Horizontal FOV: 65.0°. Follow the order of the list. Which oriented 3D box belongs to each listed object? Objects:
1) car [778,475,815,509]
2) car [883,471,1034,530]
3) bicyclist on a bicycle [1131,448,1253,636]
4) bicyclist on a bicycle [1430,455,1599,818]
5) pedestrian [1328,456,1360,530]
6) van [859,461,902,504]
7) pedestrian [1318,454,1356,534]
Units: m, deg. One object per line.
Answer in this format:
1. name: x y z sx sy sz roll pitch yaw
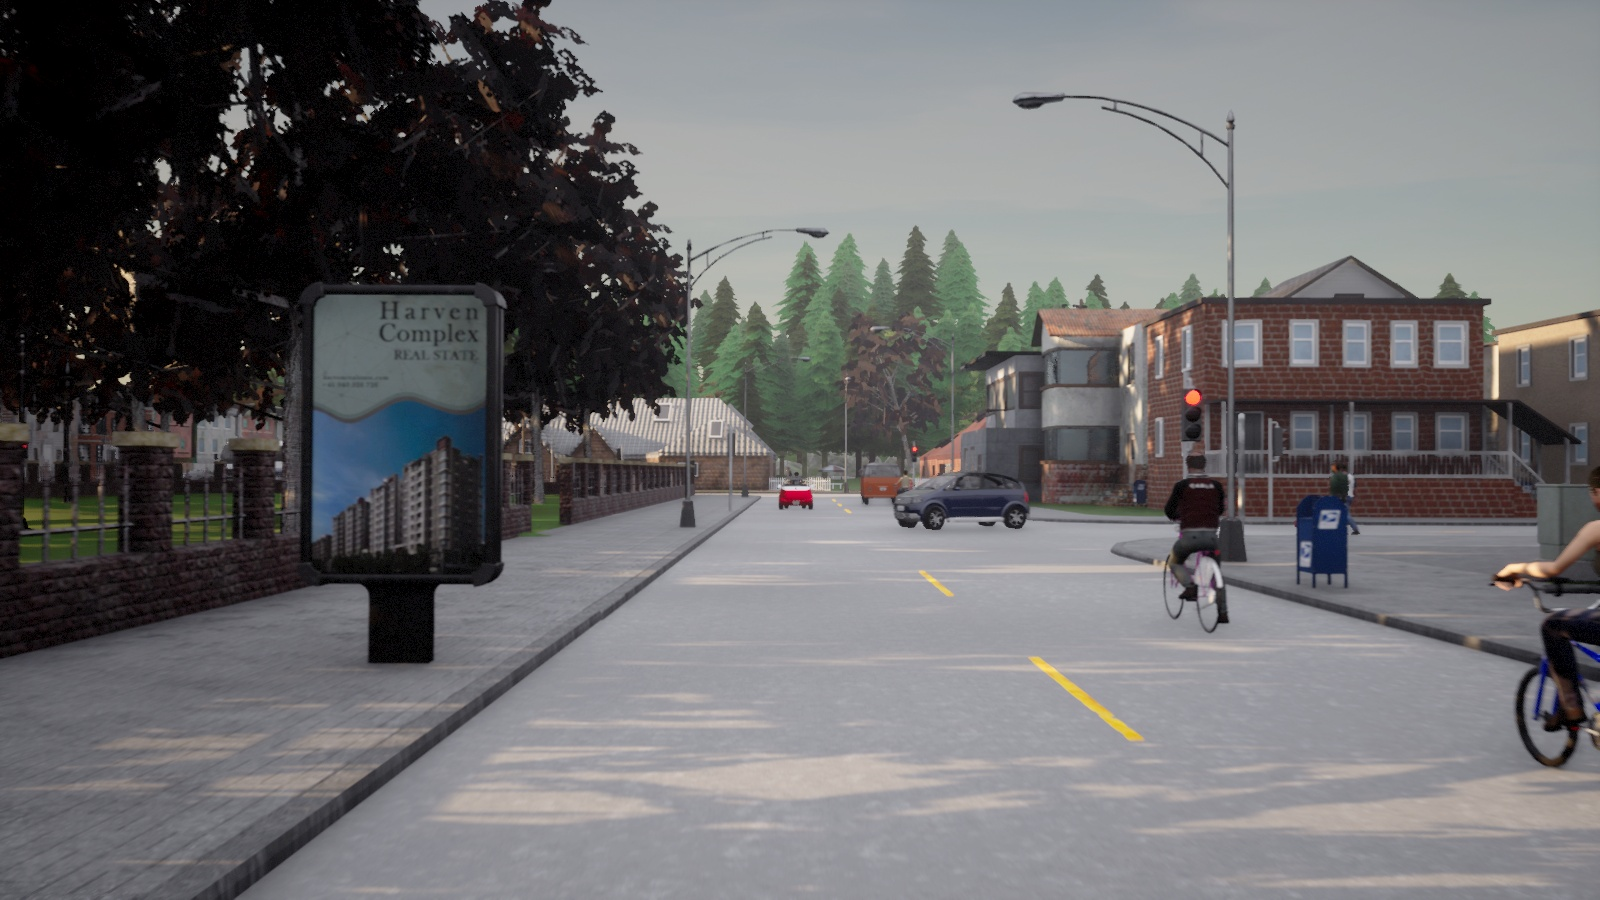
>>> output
1. car: -0.168 1.738 51.840 1.481 1.376 2.207 0 -1 -1
2. car: 4.324 1.351 34.339 3.705 1.549 1.789 0 -2 -24
3. bicyclist on a bicycle: 3.962 0.884 12.827 0.659 1.776 1.843 0 -1 0
4. bicyclist on a bicycle: 3.984 0.841 6.301 0.866 1.612 1.509 0 -1 0
5. pedestrian: 13.775 1.086 31.782 0.354 1.836 0.706 0 -1 -16
6. van: 3.851 1.561 60.433 1.775 1.987 4.442 0 -1 0
7. pedestrian: 13.164 1.067 30.798 0.423 1.949 0.788 0 -1 -21
